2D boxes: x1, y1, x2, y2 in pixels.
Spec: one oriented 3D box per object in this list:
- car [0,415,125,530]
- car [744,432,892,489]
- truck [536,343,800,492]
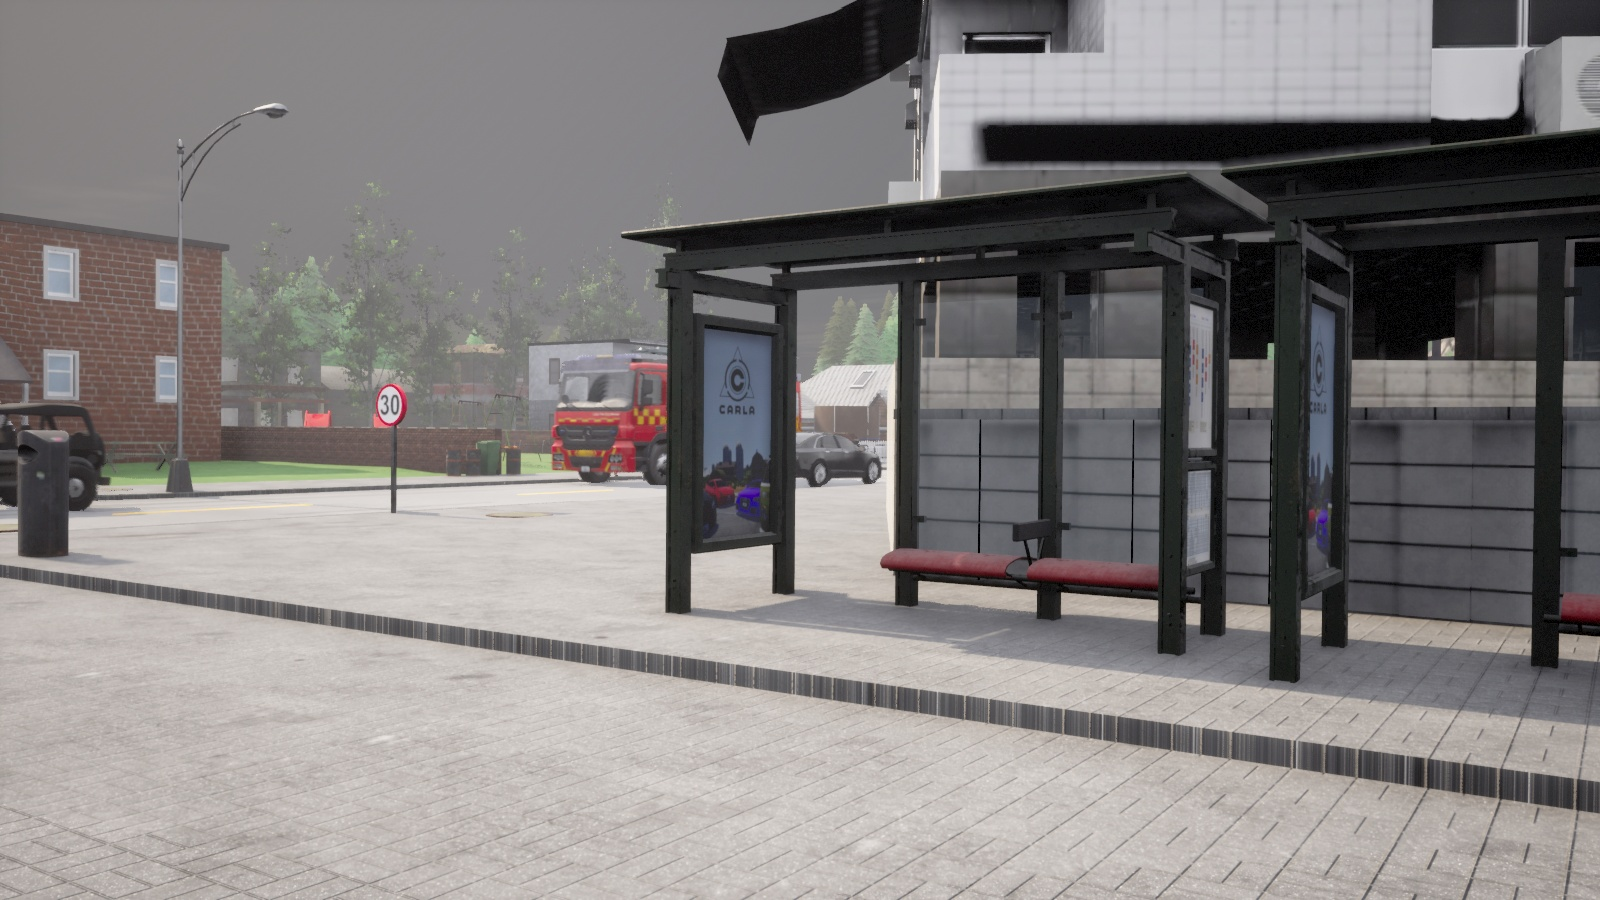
[{"bbox_3d":[-13.860,0.363,21.196,1.905,1.878,3.866,0,1,34],"label":"car"},{"bbox_3d":[0.602,0.243,35.761,1.837,1.490,4.892,0,1,34],"label":"car"},{"bbox_3d":[-3.570,-0.902,36.708,2.891,3.827,8.468,0,1,34],"label":"truck"}]
